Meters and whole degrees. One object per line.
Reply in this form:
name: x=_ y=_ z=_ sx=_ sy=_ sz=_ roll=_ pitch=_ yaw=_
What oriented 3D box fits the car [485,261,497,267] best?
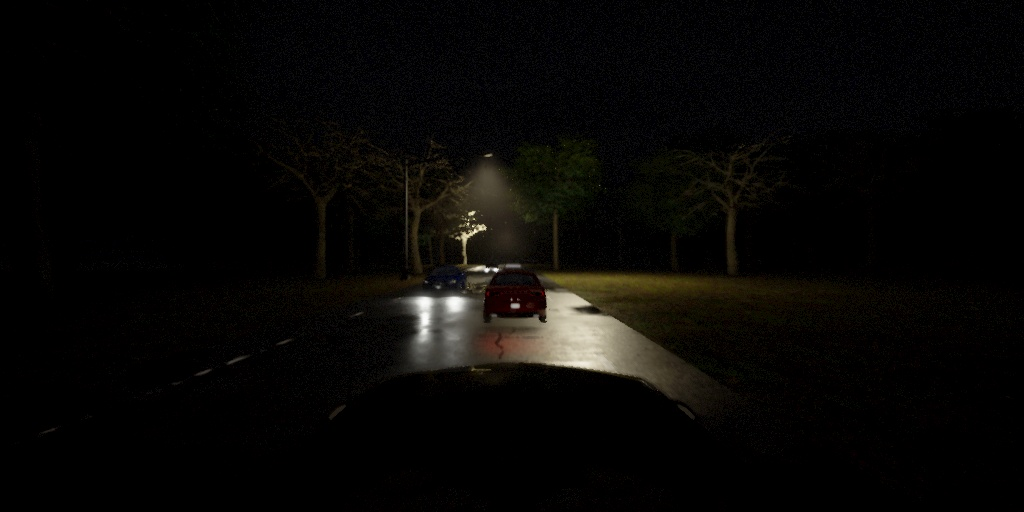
car: x=-3.539 y=1.424 z=61.606 sx=1.895 sy=1.301 sz=4.718 roll=0 pitch=0 yaw=1

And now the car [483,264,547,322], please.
car: x=0.095 y=1.214 z=12.293 sx=1.882 sy=1.535 sz=5.008 roll=0 pitch=0 yaw=0

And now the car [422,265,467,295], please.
car: x=-3.615 y=1.263 z=19.947 sx=1.812 sy=1.442 sz=4.674 roll=0 pitch=0 yaw=0
